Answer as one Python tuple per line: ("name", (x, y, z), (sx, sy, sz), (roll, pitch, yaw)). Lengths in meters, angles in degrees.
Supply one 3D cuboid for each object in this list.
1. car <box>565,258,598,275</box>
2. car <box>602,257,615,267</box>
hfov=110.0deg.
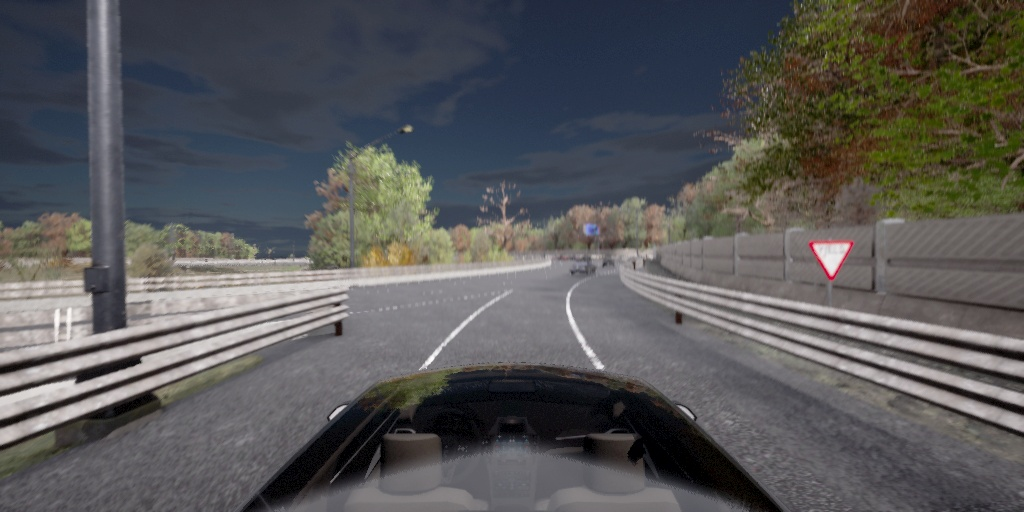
("car", (7.548, 1.210, 37.643), (2.033, 1.411, 5.357), (-1, 0, 26))
("car", (15.399, 0.960, 57.180), (1.837, 1.490, 4.892), (0, 0, 16))
